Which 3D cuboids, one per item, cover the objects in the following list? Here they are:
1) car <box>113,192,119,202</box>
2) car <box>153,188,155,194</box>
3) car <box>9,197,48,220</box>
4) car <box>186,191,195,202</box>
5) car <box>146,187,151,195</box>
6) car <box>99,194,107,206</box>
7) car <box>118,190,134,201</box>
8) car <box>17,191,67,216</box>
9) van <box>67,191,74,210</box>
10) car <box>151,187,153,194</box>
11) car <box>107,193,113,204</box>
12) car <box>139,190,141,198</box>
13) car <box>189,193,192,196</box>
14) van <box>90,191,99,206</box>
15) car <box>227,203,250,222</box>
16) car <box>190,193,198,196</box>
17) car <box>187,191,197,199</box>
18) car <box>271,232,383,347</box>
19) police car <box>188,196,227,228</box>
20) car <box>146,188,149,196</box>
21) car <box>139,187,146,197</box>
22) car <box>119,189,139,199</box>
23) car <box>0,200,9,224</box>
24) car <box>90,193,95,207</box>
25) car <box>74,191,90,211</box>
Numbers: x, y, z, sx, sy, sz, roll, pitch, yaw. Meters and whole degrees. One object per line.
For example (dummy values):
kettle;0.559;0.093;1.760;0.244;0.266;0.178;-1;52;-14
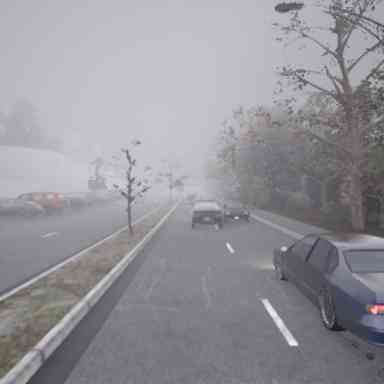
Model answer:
car;-13.835;1.033;49.399;4.792;1.488;2.163;-1;1;-20
car;-13.845;0.171;94.419;4.674;1.452;2.002;-1;1;-20
car;-13.866;1.383;25.500;4.674;1.452;2.002;-1;1;-20
car;-0.013;0.892;58.014;1.837;1.490;4.892;0;1;0
car;-13.876;0.200;82.392;5.566;2.045;2.435;-1;2;-20
car;-13.835;0.965;43.407;4.553;1.767;2.185;-1;1;-20
car;-13.830;0.860;61.404;4.792;1.488;2.163;-1;1;-20
car;-13.899;1.055;28.467;5.566;2.045;2.435;-1;1;-20
van;-13.763;1.036;31.510;4.442;1.987;1.878;-1;1;-20
car;-13.876;0.092;91.405;4.553;1.767;2.185;-1;1;-20
car;-13.857;1.088;46.381;4.674;1.452;2.002;-1;1;-20
car;-13.857;0.731;70.400;4.674;1.452;2.002;-1;1;-20
car;0.892;1.188;37.440;1.837;1.490;4.892;0;1;0
van;-13.976;0.911;40.371;4.442;1.987;1.878;-1;1;-20
car;3.087;1.453;25.132;1.895;1.301;4.718;0;1;0
car;0.893;1.221;31.629;1.801;1.575;5.366;0;1;0
car;-0.016;0.583;73.012;2.128;1.511;4.902;0;1;0
car;3.083;1.541;6.734;2.033;1.411;5.357;0;0;0
police car;0.895;1.319;21.549;1.930;1.638;5.238;0;1;0
car;-13.677;0.512;79.471;5.366;1.575;1.946;-1;1;-20
car;-13.829;0.390;73.414;5.566;2.045;2.435;-1;1;-20
car;-14.025;0.741;67.327;5.366;1.575;1.946;-1;1;-20
car;-13.845;1.439;19.543;4.792;1.488;2.163;-1;0;-20
car;-13.860;1.178;37.435;4.892;1.521;2.231;-1;1;-20
car;-13.845;0.969;34.463;5.566;2.045;2.435;-1;1;-20
